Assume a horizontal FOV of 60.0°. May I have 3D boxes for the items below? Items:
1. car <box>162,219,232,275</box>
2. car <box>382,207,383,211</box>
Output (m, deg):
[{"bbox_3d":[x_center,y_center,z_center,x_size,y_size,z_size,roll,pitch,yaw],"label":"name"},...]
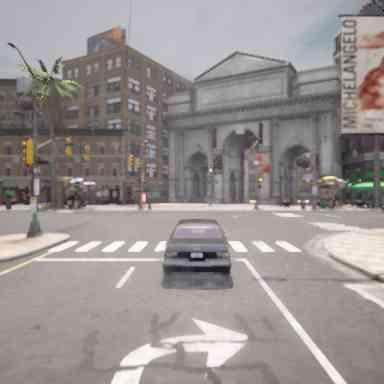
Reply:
[{"bbox_3d":[0.198,1.550,10.407,2.033,1.411,5.357,0,0,2],"label":"car"},{"bbox_3d":[22.220,1.571,34.576,4.181,1.385,1.994,0,0,0],"label":"car"}]
